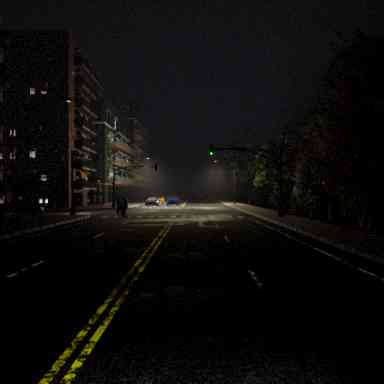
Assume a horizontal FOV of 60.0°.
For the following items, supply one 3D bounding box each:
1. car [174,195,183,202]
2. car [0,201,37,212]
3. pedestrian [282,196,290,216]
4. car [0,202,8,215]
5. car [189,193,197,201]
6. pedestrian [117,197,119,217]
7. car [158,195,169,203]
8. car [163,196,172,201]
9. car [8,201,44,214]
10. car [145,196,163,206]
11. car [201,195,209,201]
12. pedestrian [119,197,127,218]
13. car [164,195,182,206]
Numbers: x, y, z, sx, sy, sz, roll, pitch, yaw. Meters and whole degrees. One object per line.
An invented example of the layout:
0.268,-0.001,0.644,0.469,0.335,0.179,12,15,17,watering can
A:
-3.030,1.535,75.375,1.837,1.490,4.892,0,0,0,car
-22.662,1.855,43.260,4.206,1.307,1.802,-1,1,-1,car
8.052,1.148,28.751,0.375,1.860,0.375,0,0,0,pedestrian
-22.570,1.594,34.609,5.009,1.841,2.192,-1,1,-1,car
0.251,1.263,85.604,2.150,2.045,5.566,0,0,0,car
-6.451,1.303,29.394,0.375,1.860,0.375,0,0,0,pedestrian
-6.284,1.559,74.183,2.128,1.511,4.902,0,0,0,car
-6.252,1.625,84.507,1.895,1.301,4.718,0,0,0,car
-19.226,1.726,37.414,4.902,1.511,2.128,-1,0,1,car
-6.432,1.566,54.390,2.033,1.411,5.357,0,0,0,car
3.502,1.537,85.562,1.837,1.490,4.892,0,0,0,car
-5.688,1.300,28.094,0.375,1.860,0.375,0,0,0,pedestrian
-3.176,1.497,55.833,1.882,1.535,5.008,0,0,0,car
